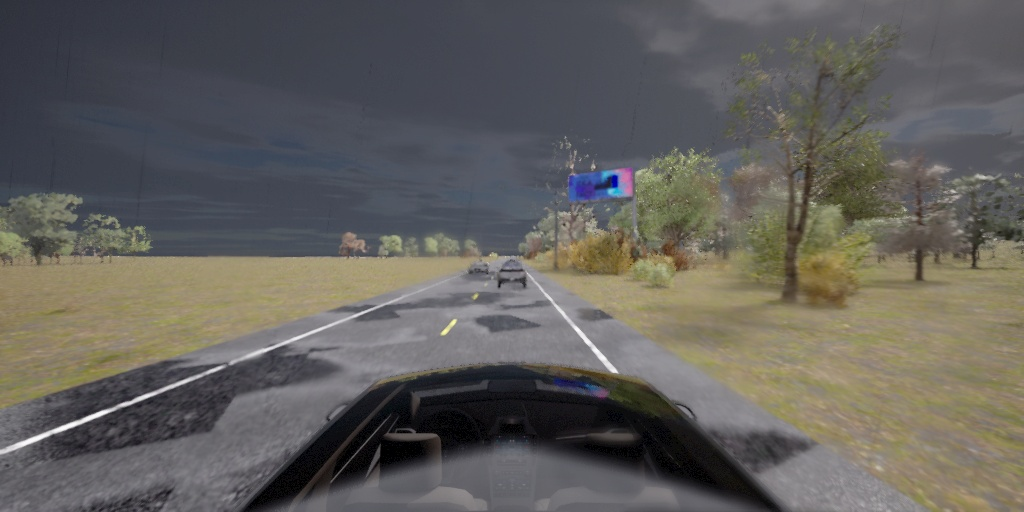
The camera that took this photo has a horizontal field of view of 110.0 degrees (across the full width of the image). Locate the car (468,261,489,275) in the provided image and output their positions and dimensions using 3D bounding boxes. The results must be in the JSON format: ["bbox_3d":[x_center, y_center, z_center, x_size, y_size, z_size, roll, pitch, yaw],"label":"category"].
[{"bbox_3d":[-3.516,1.262,38.895,1.994,1.385,4.181,0,0,0],"label":"car"}]

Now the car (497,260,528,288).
[{"bbox_3d":[0.019,1.199,23.678,2.128,1.511,4.902,0,0,1],"label":"car"}]
